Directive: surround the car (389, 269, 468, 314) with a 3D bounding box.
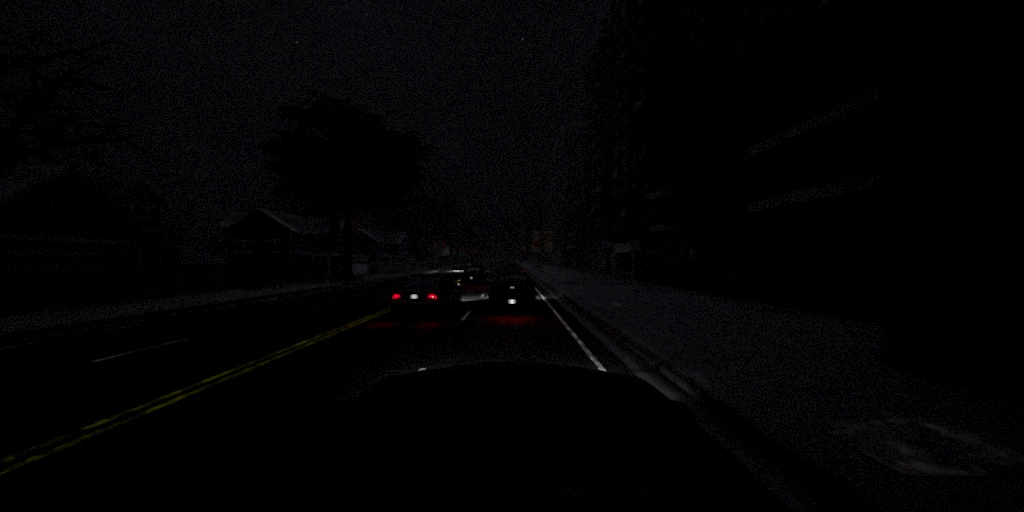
[{"bbox_3d":[-3.237,1.426,14.392,2.033,1.411,5.357,0,-1,0],"label":"car"}]

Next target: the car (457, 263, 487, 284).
[{"bbox_3d":[-3.216,1.570,30.755,1.812,1.442,4.674,0,0,1],"label":"car"}]

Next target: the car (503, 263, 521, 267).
[{"bbox_3d":[0.029,1.391,30.280,2.097,1.767,4.553,0,-1,1],"label":"car"}]

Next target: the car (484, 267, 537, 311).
[{"bbox_3d":[0.026,1.395,15.349,1.837,1.490,4.892,0,0,1],"label":"car"}]
